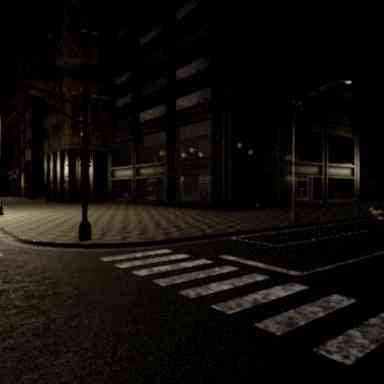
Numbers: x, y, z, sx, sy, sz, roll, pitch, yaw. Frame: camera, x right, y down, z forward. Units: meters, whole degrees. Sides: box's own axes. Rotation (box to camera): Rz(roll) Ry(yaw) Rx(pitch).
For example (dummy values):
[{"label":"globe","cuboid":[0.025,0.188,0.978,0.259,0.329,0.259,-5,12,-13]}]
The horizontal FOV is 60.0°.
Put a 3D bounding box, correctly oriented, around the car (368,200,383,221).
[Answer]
[{"label":"car","cuboid":[13.317,1.088,21.886,4.097,1.590,1.967,-1,1,-37]}]
